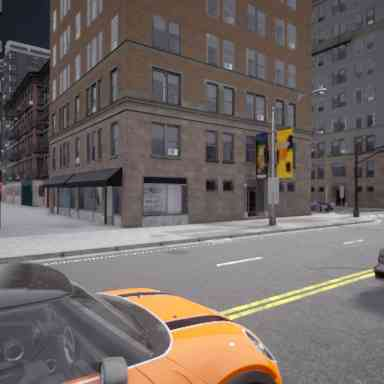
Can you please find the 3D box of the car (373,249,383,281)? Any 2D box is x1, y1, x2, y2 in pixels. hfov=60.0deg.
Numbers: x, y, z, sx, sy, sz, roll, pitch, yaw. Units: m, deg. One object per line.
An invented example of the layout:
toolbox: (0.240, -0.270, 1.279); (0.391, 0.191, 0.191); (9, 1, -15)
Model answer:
car: (6.614, 1.559, 8.363); (5.357, 1.411, 2.033); (0, 0, -37)

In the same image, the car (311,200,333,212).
car: (13.976, 1.582, 38.370); (1.994, 1.385, 4.181); (0, 0, -37)

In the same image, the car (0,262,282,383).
car: (-1.382, 1.352, 2.418); (4.553, 1.767, 2.097); (0, 0, -37)
